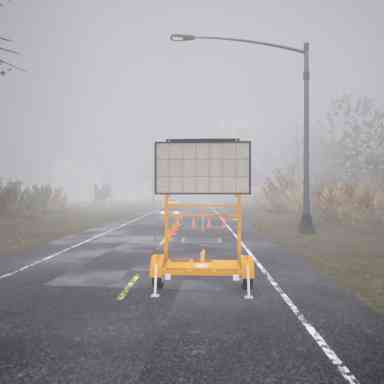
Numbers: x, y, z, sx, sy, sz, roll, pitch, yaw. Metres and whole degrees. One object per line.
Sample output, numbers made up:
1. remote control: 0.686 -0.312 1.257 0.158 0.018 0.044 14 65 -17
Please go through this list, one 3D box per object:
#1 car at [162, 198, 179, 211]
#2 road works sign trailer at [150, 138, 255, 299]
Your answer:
1. car: -2.611 1.459 40.872 1.882 1.535 5.008 0 0 1
2. road works sign trailer: 0.273 0.461 8.470 2.380 3.560 2.880 0 0 3
